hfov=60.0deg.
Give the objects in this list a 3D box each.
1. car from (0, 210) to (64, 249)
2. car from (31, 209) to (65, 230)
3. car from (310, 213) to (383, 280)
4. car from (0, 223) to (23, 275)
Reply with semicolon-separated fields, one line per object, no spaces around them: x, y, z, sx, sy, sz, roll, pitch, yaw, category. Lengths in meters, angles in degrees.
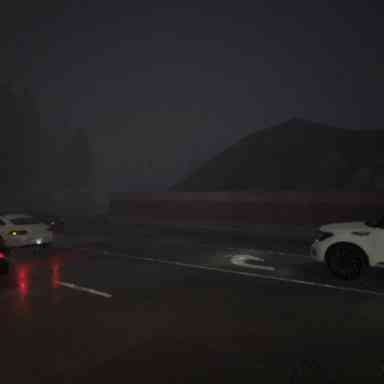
-7.575;1.617;13.698;4.674;1.442;1.812;0;0;36;car
-9.185;1.685;19.146;4.181;1.385;1.994;0;0;36;car
5.952;1.222;8.355;5.566;2.045;2.150;0;0;35;car
-7.034;1.619;9.011;5.357;1.411;2.033;0;0;36;car
